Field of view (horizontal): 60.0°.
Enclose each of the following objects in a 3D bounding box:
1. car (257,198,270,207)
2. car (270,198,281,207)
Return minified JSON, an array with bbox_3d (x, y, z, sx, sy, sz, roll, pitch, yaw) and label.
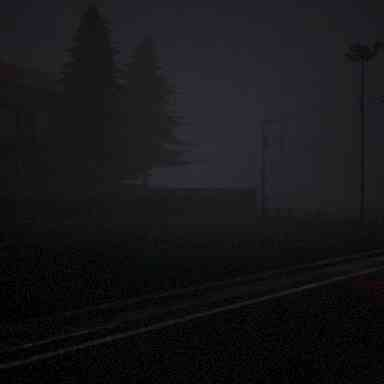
[{"bbox_3d":[9.167,1.419,53.168,2.150,2.045,5.566,0,0,-36],"label":"car"},{"bbox_3d":[12.393,1.691,54.689,1.882,1.535,5.008,0,0,-36],"label":"car"}]
